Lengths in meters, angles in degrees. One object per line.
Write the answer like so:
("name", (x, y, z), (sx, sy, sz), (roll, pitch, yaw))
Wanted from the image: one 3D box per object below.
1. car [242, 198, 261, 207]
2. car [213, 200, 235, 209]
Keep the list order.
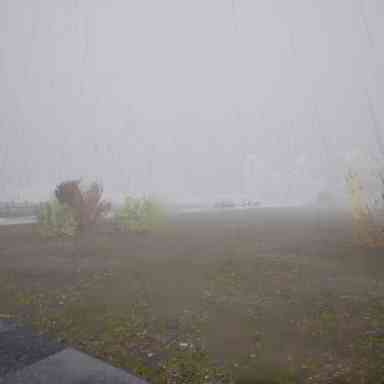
("car", (11.312, 1.989, 63.304), (2.097, 1.767, 4.553), (-1, -1, 36))
("car", (5.327, 2.014, 54.885), (2.128, 1.511, 4.902), (-1, -1, 36))
